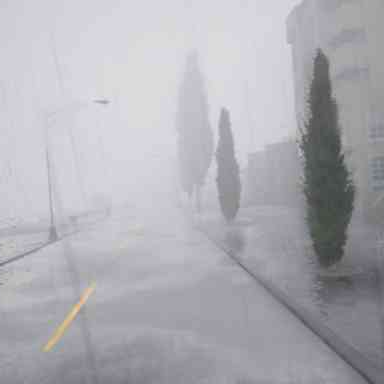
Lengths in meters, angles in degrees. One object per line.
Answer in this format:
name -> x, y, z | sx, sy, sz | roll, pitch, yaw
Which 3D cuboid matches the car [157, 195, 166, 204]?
car -> -7.099, 2.016, 78.158 | 1.895, 1.301, 4.718 | -4, 0, -5
